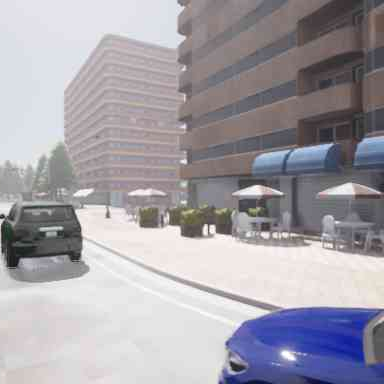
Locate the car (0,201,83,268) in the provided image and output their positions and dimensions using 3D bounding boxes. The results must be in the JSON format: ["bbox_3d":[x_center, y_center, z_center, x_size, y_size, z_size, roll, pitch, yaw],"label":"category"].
[{"bbox_3d":[-5.574,1.335,12.059,2.150,2.045,5.566,0,0,-32],"label":"car"}]

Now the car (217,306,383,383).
[{"bbox_3d":[2.423,1.527,2.475,4.674,1.442,1.812,-1,-1,35],"label":"car"}]
